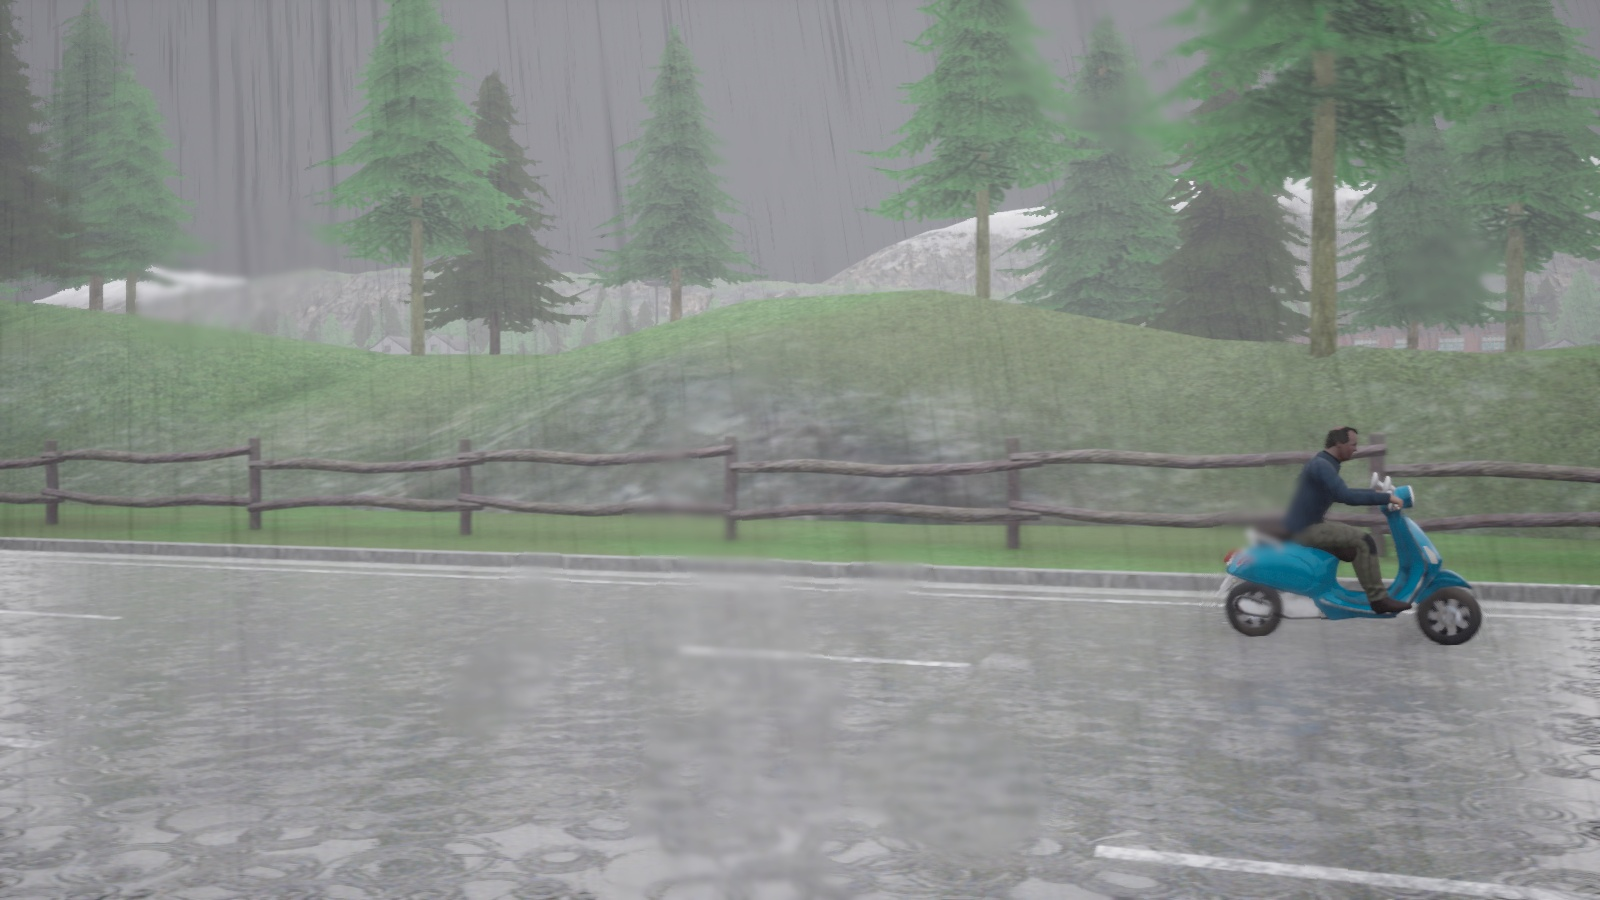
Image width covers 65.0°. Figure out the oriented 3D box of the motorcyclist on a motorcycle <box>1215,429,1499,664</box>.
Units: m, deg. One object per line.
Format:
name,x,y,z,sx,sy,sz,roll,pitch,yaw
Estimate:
motorcyclist on a motorcycle,4.014,0.647,9.227,1.817,1.590,0.866,0,1,19
